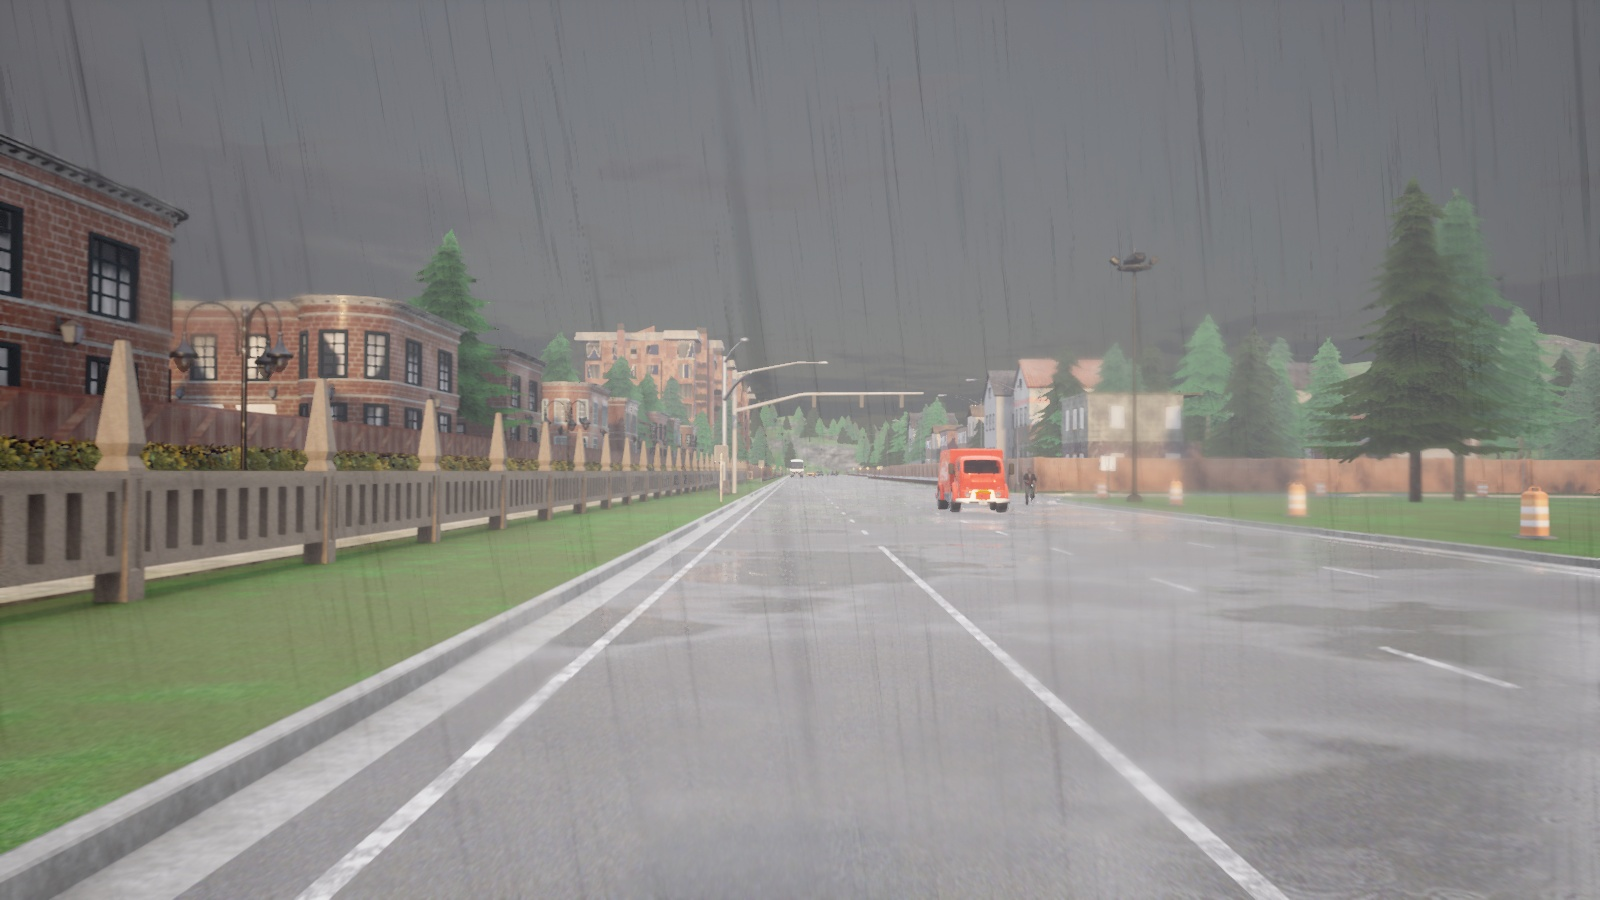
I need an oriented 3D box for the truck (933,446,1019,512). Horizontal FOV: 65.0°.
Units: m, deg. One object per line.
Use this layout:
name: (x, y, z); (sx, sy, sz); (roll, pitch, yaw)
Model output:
truck: (6.878, 1.131, 49.671); (2.627, 2.467, 5.204); (0, -1, 0)
